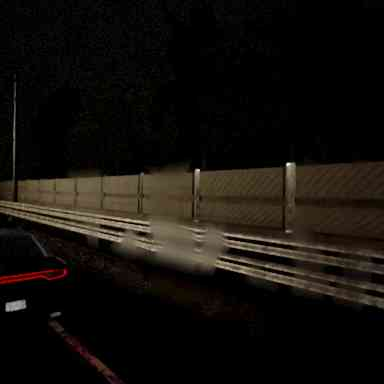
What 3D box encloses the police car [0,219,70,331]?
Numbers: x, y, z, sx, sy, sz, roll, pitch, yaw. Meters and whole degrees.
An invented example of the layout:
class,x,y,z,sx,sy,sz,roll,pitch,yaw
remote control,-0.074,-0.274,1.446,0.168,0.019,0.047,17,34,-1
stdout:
class,x,y,z,sx,sy,sz,roll,pitch,yaw
police car,-4.158,1.381,6.661,1.930,1.638,5.238,0,0,-41
